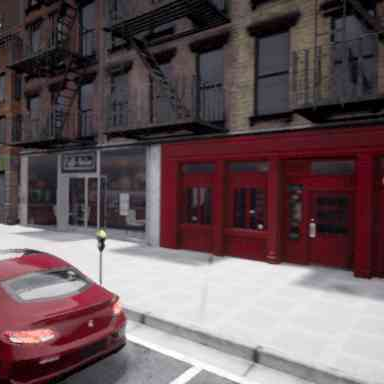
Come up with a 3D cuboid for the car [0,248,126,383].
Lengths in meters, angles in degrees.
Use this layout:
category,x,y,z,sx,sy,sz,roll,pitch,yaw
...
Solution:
category,x,y,z,sx,sy,sz,roll,pitch,yaw
car,-2.750,1.484,4.750,4.206,1.307,1.802,1,1,35
